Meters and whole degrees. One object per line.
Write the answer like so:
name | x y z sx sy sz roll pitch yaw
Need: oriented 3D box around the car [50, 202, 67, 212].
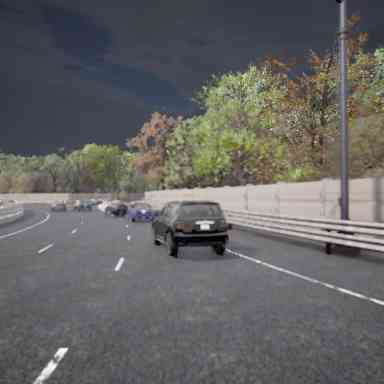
car | -20.285 2.233 50.418 2.128 1.511 4.902 0 -1 -31

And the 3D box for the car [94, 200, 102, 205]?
car | -13.579 2.277 52.881 1.812 1.442 4.674 0 -1 -32

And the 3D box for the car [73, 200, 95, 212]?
car | -17.211 2.105 52.095 2.097 1.767 4.553 0 -1 -31

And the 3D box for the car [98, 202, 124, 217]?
car | -8.404 2.104 38.219 1.812 1.442 4.674 -3 -2 16

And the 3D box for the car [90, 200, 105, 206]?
car | -23.985 2.745 84.386 2.033 1.411 5.357 0 -1 2

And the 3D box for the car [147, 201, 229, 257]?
car | -0.280 1.403 14.106 2.150 2.045 5.566 0 -2 -16

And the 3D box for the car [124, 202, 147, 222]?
car | -4.831 1.784 31.079 2.097 1.767 4.553 0 -1 -17
